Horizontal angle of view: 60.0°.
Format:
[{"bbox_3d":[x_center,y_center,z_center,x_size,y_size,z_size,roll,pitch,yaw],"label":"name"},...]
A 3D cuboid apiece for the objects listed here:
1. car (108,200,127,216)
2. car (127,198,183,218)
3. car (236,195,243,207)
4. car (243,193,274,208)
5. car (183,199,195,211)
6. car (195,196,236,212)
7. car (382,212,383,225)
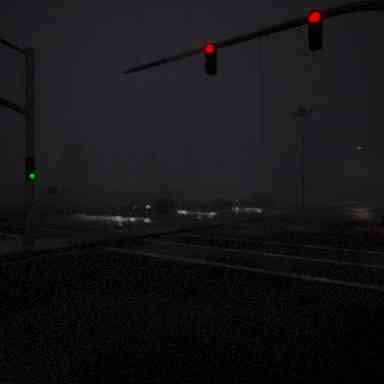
[{"bbox_3d":[-6.040,1.492,32.632,1.812,1.442,4.674,0,0,36],"label":"car"},{"bbox_3d":[-3.309,1.323,30.447,2.097,1.767,4.553,0,0,36],"label":"car"},{"bbox_3d":[7.062,1.318,50.565,2.097,1.767,4.553,0,0,36],"label":"car"},{"bbox_3d":[10.035,1.192,48.705,2.150,2.045,5.566,0,0,36],"label":"car"},{"bbox_3d":[-0.196,1.530,40.649,1.994,1.385,4.181,0,0,36],"label":"car"},{"bbox_3d":[2.844,1.448,38.878,1.882,1.535,5.008,0,0,36],"label":"car"},{"bbox_3d":[14.409,1.523,23.049,1.812,1.442,4.674,0,0,36],"label":"car"}]
